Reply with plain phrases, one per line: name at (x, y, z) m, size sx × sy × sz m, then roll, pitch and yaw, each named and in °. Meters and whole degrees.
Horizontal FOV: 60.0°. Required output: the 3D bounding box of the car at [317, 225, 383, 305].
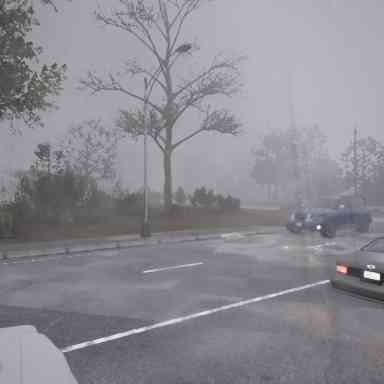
car at (5.302, 1.547, 7.402) m, size 5.357 × 1.411 × 2.033 m, roll 0°, pitch 0°, yaw -34°

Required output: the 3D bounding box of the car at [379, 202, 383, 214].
car at (19.473, 1.601, 31.742) m, size 1.895 × 1.301 × 4.718 m, roll 0°, pitch 0°, yaw -34°

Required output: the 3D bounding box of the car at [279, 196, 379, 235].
car at (7.421, 1.221, 17.805) m, size 5.566 × 2.045 × 2.150 m, roll 0°, pitch 0°, yaw -36°

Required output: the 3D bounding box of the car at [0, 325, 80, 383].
car at (-2.942, 1.601, 1.609) m, size 4.718 × 1.301 × 1.895 m, roll 0°, pitch 0°, yaw -36°

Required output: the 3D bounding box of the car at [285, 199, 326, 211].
car at (13.965, 1.611, 41.091) m, size 1.895 × 1.301 × 4.718 m, roll 0°, pitch 0°, yaw -29°

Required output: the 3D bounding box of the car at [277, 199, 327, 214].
car at (12.162, 1.552, 37.114) m, size 2.033 × 1.411 × 5.357 m, roll 0°, pitch 0°, yaw -29°
